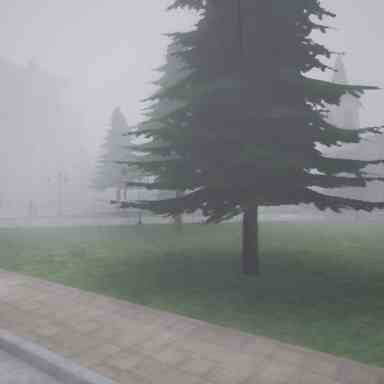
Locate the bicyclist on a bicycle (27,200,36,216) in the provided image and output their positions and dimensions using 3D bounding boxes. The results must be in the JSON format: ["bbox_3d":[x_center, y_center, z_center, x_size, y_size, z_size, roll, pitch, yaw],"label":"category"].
[{"bbox_3d":[-16.198,1.587,33.577,1.656,1.620,0.582,-1,-1,36],"label":"bicyclist on a bicycle"}]
